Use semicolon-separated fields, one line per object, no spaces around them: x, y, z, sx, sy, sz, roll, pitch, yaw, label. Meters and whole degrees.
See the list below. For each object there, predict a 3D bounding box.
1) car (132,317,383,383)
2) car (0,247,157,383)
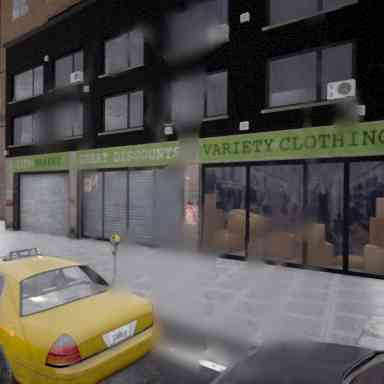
2.016;1.551;1.651;4.403;1.369;2.008;0;1;36;car
-2.666;1.524;4.999;4.829;1.417;1.752;0;1;36;car
